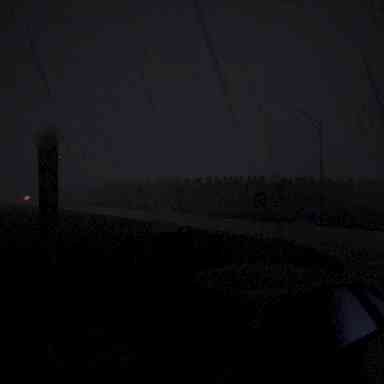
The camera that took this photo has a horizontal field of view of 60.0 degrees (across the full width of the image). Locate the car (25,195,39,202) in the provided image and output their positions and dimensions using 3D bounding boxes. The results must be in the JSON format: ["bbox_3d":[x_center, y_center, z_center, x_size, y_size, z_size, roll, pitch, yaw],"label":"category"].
[{"bbox_3d":[-40.370,1.856,84.743,1.895,1.301,4.718,-1,0,-36],"label":"car"}]

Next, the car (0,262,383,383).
[{"bbox_3d":[0.598,1.543,3.379,5.357,1.411,2.033,0,0,-36],"label":"car"}]
